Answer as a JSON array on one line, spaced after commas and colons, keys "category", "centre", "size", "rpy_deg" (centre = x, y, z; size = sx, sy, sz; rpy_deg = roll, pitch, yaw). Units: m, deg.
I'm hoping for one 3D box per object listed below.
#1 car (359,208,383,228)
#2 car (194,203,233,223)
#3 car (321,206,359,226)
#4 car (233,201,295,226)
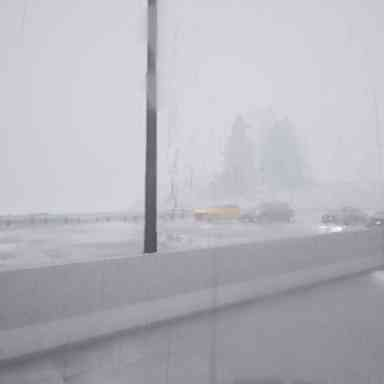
[{"category": "car", "centre": [13.351, 1.771, 22.109], "size": [4.181, 1.385, 1.994], "rpy_deg": [1, 0, -35]}, {"category": "car", "centre": [2.461, 1.633, 27.249], "size": [5.008, 1.535, 1.882], "rpy_deg": [1, 0, -35]}, {"category": "car", "centre": [11.639, 1.775, 25.186], "size": [4.181, 1.385, 1.994], "rpy_deg": [1, 0, -35]}, {"category": "car", "centre": [5.734, 1.521, 25.282], "size": [4.553, 1.767, 2.097], "rpy_deg": [1, 0, -35]}]
